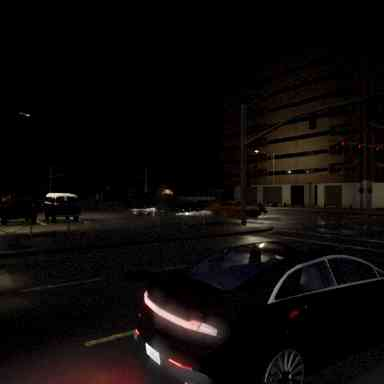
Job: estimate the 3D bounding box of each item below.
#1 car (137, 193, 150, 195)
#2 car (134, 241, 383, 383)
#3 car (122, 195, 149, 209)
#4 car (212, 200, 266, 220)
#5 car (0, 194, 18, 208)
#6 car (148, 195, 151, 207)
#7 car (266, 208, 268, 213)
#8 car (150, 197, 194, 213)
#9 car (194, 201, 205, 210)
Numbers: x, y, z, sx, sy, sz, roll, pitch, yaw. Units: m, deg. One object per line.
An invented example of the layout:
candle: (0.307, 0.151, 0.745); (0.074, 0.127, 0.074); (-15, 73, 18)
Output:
car: (-10.431, 1.277, 69.498); (2.150, 2.045, 5.566); (0, 0, -34)
car: (1.594, 1.492, 4.879); (4.902, 1.511, 2.128); (0, 0, -34)
car: (-8.452, 1.533, 47.656); (1.882, 1.535, 5.008); (0, 0, -34)
car: (3.824, 1.533, 29.649); (1.882, 1.535, 5.008); (0, 0, -34)
car: (-31.421, 1.209, 56.553); (1.932, 1.855, 4.605); (0, 0, -34)
car: (-6.240, 1.560, 50.632); (1.837, 1.490, 4.892); (0, 0, -34)
car: (5.181, 1.603, 33.870); (2.033, 1.411, 5.357); (0, 0, -34)
car: (-2.408, 1.603, 38.783); (2.033, 1.411, 5.357); (0, 0, -34)
car: (-0.408, 1.656, 42.063); (1.895, 1.301, 4.718); (0, 0, -34)
